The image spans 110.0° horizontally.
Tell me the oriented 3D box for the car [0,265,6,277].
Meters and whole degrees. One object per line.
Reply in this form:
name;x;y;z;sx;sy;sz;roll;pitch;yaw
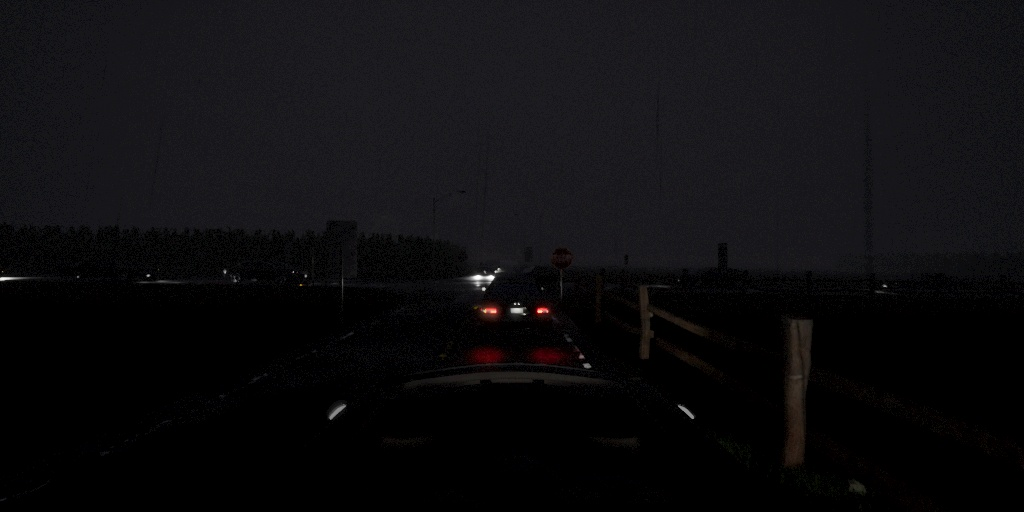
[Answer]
car;-35.627;0.698;23.039;4.181;1.385;1.994;1;-1;0

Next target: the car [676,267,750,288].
car;14.611;1.557;26.222;4.892;1.490;1.837;1;-1;0

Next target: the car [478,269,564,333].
car;0.047;1.299;10.723;2.033;1.411;5.357;0;0;-1

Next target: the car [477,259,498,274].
car;-2.919;1.357;40.514;1.895;1.301;4.718;0;0;0

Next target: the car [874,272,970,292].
car;30.011;1.878;26.295;5.357;1.411;2.033;1;-1;0

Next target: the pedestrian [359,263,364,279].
pedestrian;-12.223;1.170;29.119;0.375;1.300;0.375;0;-2;0

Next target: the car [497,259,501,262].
car;-2.935;1.305;50.640;2.033;1.411;5.357;0;0;0

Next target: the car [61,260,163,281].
car;-25.606;0.911;23.080;4.718;1.301;1.895;1;-1;0

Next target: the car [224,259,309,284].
car;-15.697;0.978;23.090;4.902;1.511;2.128;1;-1;1

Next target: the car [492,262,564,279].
car;1.311;1.317;22.893;4.674;1.442;1.812;1;0;-37
